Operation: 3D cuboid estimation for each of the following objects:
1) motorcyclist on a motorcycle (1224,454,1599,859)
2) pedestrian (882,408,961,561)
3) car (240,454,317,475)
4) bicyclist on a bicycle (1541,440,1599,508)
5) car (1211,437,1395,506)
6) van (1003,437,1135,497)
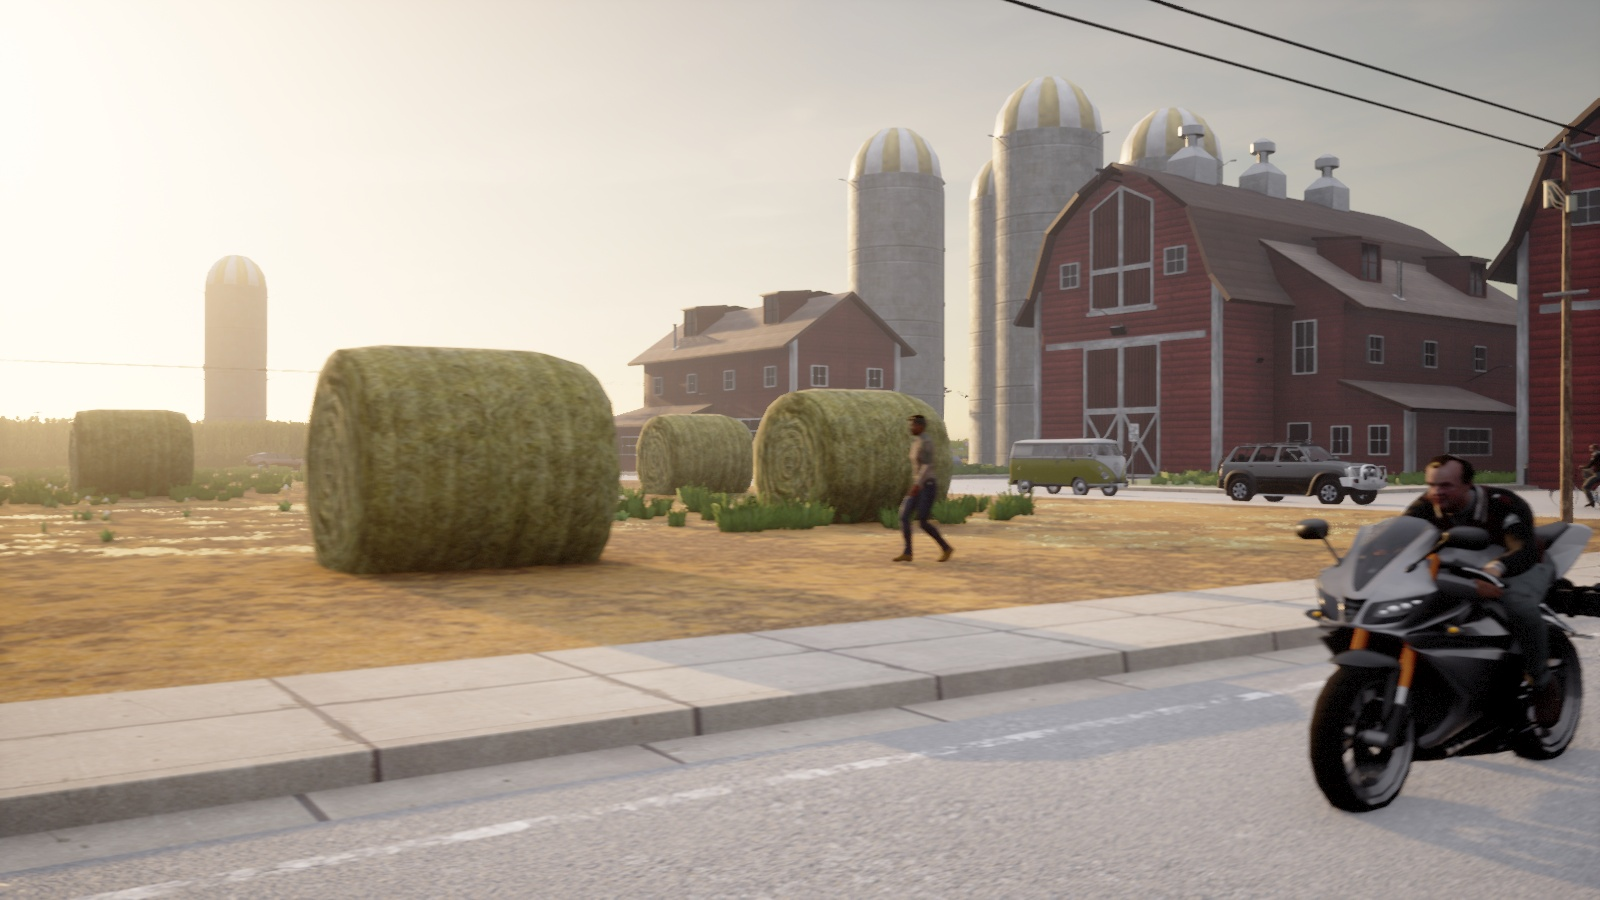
[{"bbox_3d":[3.000,0.788,5.747,2.191,1.530,0.866,0,0,-35],"label":"motorcyclist on a motorcycle"},{"bbox_3d":[1.447,0.404,14.996,0.869,1.805,0.328,0,0,-14],"label":"pedestrian"},{"bbox_3d":[-37.974,1.049,91.454,4.792,1.488,2.163,0,0,-35],"label":"car"},{"bbox_3d":[20.907,0.624,33.490,0.659,1.776,1.843,0,1,-36],"label":"bicyclist on a bicycle"},{"bbox_3d":[14.482,0.590,36.397,1.932,1.855,4.605,0,0,-36],"label":"car"},{"bbox_3d":[9.268,0.558,43.604,1.775,1.987,4.442,0,0,-36],"label":"van"}]
